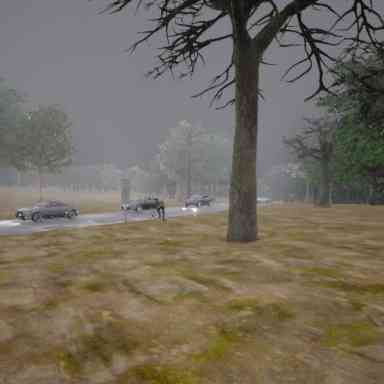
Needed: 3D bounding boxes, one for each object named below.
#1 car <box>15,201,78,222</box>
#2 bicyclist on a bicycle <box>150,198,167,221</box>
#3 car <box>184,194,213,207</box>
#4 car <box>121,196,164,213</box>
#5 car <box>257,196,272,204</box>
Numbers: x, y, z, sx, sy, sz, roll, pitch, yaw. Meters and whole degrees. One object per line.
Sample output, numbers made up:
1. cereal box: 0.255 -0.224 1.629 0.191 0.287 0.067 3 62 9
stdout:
1. car: -10.453 1.346 24.095 1.994 1.385 4.181 2 2 37
2. bicyclist on a bicycle: -2.451 1.288 24.053 1.656 1.620 0.582 0 0 36
3. car: 0.875 1.057 40.921 1.837 1.490 4.892 1 1 31
4. car: -4.677 1.147 32.150 2.128 1.511 4.902 2 2 34
5. car: 12.177 1.284 55.804 1.895 1.301 4.718 1 0 23
